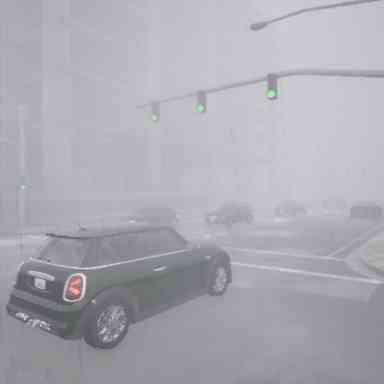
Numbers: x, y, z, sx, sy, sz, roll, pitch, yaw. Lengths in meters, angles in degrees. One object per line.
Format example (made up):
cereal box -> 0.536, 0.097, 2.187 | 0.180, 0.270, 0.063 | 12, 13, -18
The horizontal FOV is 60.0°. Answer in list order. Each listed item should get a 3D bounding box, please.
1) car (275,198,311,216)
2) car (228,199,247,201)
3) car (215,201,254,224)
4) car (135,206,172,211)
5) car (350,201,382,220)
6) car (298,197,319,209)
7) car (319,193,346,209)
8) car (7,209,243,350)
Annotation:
car -> 10.039, 1.633, 33.812 | 2.128, 1.511, 4.902 | -1, -1, 36
car -> 3.915, 1.544, 31.391 | 2.097, 1.767, 4.553 | -1, -1, 36
car -> 2.771, 1.637, 23.926 | 2.128, 1.511, 4.902 | -1, -1, 36
car -> -2.809, 1.698, 22.239 | 1.837, 1.490, 4.892 | -1, 0, 36
car -> 14.961, 1.540, 28.526 | 1.882, 1.535, 5.008 | -1, -1, 36
car -> 17.584, 1.780, 49.868 | 1.895, 1.301, 4.718 | -1, -1, 37
car -> 20.706, 1.359, 48.208 | 2.150, 2.045, 5.566 | -1, -1, 37
car -> -1.040, 1.407, 6.748 | 2.097, 1.767, 4.553 | -1, -1, 36
